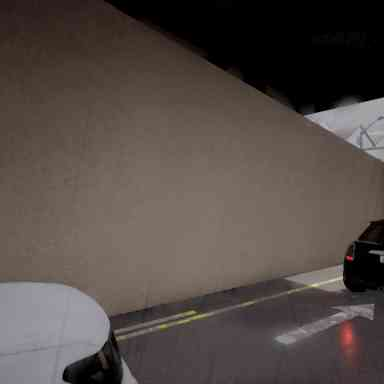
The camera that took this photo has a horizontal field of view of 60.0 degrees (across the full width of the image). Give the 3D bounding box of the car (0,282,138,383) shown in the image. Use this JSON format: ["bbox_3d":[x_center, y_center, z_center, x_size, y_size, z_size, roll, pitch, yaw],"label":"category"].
[{"bbox_3d":[-3.040,1.222,1.620,5.566,2.045,2.150,0,0,-36],"label":"car"}]

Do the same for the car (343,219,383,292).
[{"bbox_3d":[5.556,1.352,7.726,4.553,1.767,2.097,0,0,-36],"label":"car"}]
